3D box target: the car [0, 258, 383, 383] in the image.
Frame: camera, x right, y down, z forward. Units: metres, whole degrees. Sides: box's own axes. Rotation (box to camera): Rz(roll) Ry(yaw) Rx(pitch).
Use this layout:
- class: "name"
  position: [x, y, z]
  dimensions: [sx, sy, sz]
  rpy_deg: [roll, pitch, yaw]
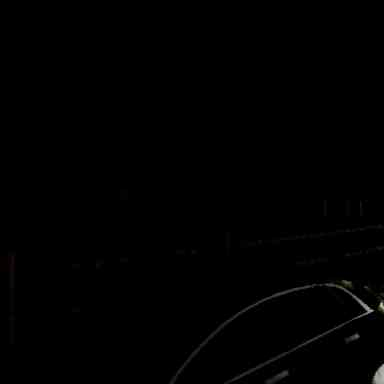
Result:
- class: "car"
  position: [0.131, 1.500, 3.042]
  dimensions: [4.892, 1.490, 1.837]
  rpy_deg: [0, 0, -36]
